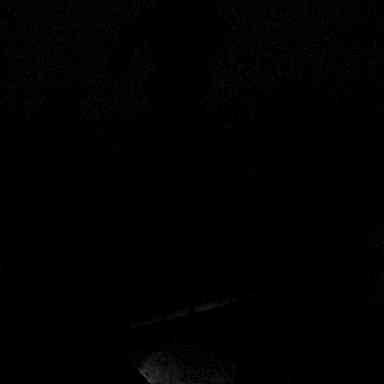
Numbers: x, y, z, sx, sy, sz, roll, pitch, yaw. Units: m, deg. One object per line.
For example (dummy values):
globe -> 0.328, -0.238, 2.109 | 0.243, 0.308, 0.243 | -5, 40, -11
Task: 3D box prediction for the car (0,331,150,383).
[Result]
car -> -2.687, 1.549, 1.520 | 5.357, 1.411, 2.033 | 0, 0, -36
